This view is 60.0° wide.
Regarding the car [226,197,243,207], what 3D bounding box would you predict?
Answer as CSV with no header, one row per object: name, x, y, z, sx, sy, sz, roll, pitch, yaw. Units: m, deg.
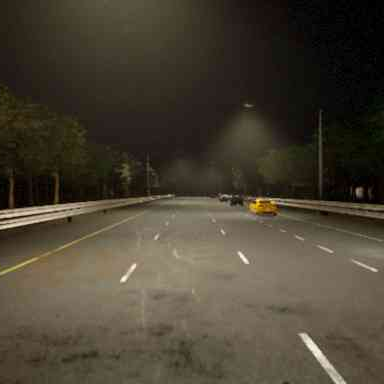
car,6.988,1.557,52.783,1.837,1.490,4.892,0,0,0

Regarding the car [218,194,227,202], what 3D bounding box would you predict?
car,7.033,1.625,74.528,1.895,1.301,4.718,0,0,0

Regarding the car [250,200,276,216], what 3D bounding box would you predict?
car,6.987,1.492,33.117,1.882,1.535,5.008,0,0,0
